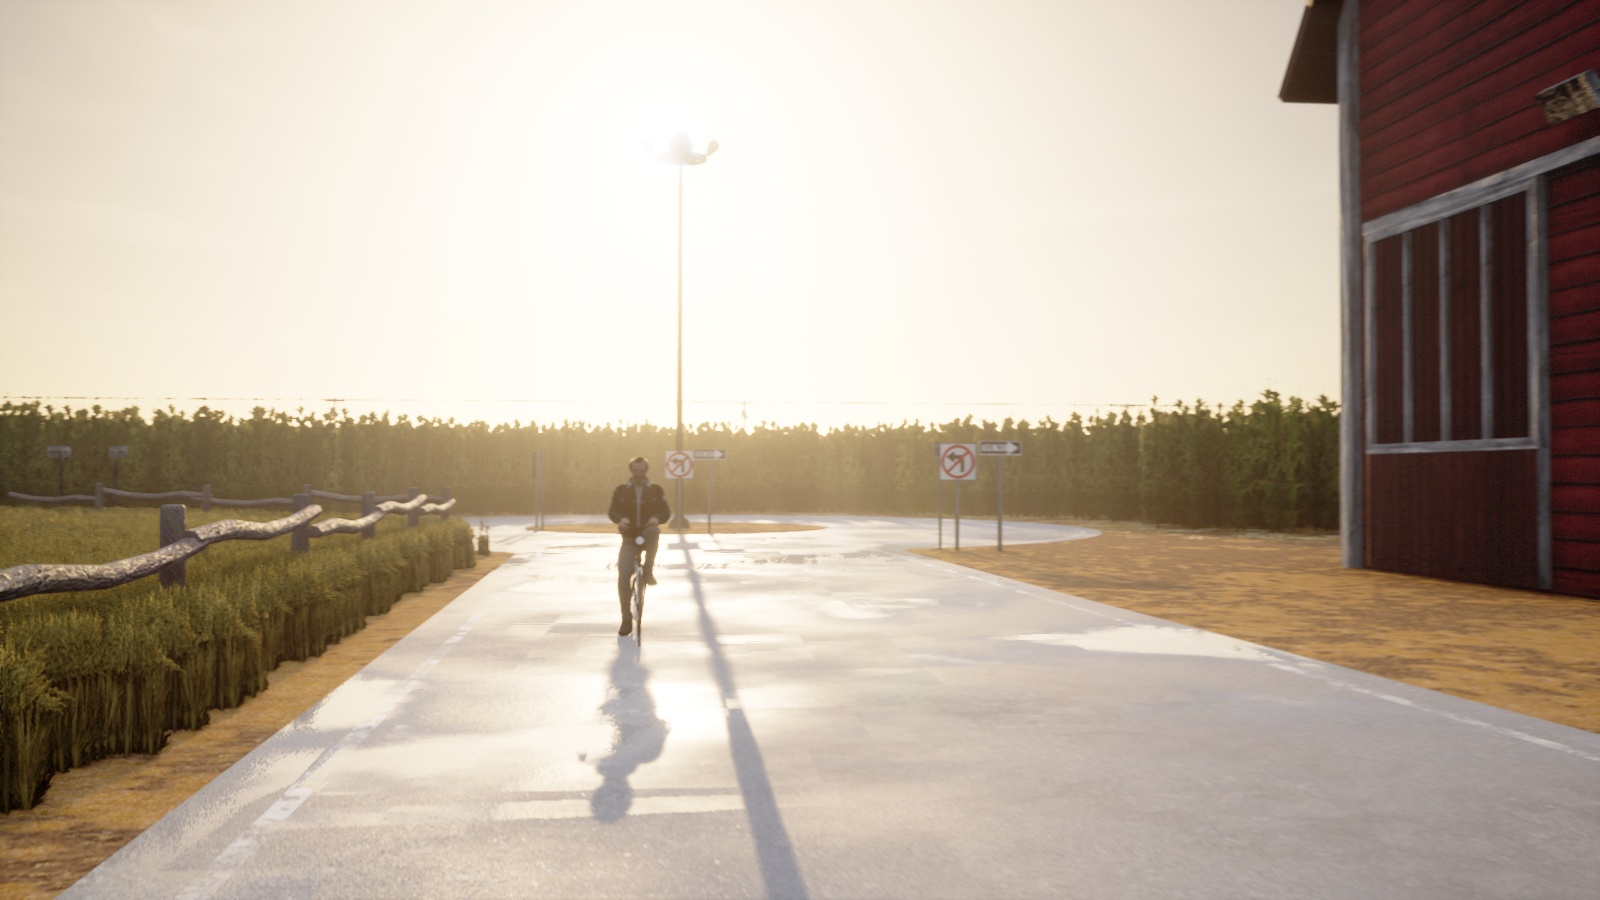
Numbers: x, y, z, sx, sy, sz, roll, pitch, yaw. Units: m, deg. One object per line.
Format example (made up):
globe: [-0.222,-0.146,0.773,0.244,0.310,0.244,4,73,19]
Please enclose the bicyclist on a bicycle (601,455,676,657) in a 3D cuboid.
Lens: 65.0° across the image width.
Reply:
bicyclist on a bicycle: [-1.560,0.957,12.004,0.659,1.776,1.843,0,-1,-8]
